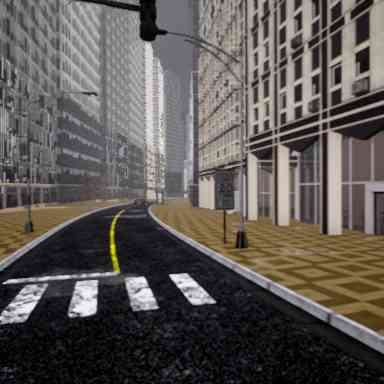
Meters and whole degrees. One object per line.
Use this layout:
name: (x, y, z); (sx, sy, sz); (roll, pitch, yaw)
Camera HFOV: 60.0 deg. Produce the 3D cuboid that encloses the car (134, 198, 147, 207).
car: (-8.619, 1.696, 55.966); (1.882, 1.535, 5.008); (0, 0, -3)
